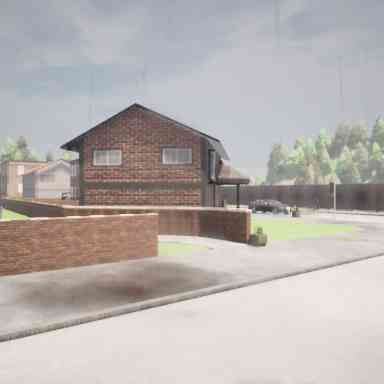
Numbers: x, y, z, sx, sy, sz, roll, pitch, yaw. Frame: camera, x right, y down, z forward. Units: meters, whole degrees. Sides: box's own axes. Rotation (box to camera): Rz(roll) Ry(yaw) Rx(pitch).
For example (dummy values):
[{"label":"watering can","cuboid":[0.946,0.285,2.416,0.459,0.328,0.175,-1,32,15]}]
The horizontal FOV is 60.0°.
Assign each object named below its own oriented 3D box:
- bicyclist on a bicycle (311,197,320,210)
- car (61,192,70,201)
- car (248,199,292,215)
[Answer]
[{"label":"bicyclist on a bicycle","cuboid":[14.671,1.382,39.475,1.656,1.620,0.582,0,0,-35]},{"label":"car","cuboid":[-14.095,0.983,38.778,1.905,1.878,3.866,0,0,-35]},{"label":"car","cuboid":[7.985,1.516,34.386,2.128,1.511,4.902,0,0,-35]}]
